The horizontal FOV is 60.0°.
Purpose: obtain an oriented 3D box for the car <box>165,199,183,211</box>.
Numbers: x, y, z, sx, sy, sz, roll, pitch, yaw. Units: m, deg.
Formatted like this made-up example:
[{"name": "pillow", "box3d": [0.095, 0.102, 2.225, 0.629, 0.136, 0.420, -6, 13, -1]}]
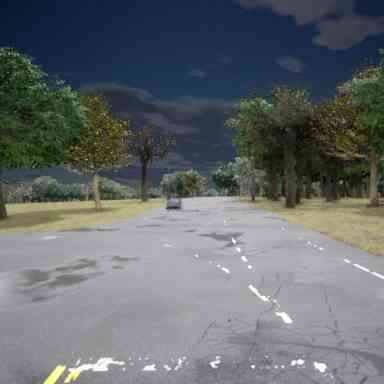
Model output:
[{"name": "car", "box3d": [-2.094, 1.529, 40.926, 2.033, 1.411, 5.357, -1, 1, 2]}]
